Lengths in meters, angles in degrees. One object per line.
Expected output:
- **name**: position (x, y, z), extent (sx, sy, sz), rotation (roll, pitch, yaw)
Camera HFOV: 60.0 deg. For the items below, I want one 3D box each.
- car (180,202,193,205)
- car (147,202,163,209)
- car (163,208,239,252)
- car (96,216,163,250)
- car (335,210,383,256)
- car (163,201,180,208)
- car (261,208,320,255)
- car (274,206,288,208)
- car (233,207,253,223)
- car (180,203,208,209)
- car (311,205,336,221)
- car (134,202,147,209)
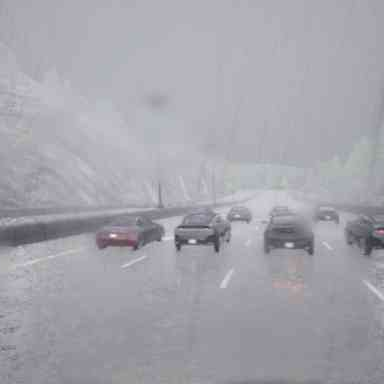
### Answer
- **car**: position (-0.420, 2.739, 68.489), extent (1.994, 1.385, 4.181), rotation (-1, -1, 14)
- **car**: position (-7.214, 2.852, 70.156), extent (1.994, 1.385, 4.181), rotation (-1, -1, 14)
- **car**: position (0.610, 1.682, 14.900), extent (2.128, 1.511, 4.902), rotation (-1, -1, 14)
- **car**: position (-2.776, 1.812, 15.769), extent (1.994, 1.385, 4.181), rotation (-1, -1, 14)
- **car**: position (7.401, 1.566, 13.204), extent (2.128, 1.511, 4.902), rotation (-1, -1, 14)
- **car**: position (-3.814, 2.597, 69.340), extent (2.097, 1.767, 4.553), rotation (-1, -1, 14)
- **car**: position (4.009, 1.639, 14.062), extent (1.837, 1.490, 4.892), rotation (-1, -1, 14)
- **car**: position (7.646, 1.917, 28.601), extent (1.994, 1.385, 4.181), rotation (-1, -1, 14)
- **car**: position (4.256, 1.975, 29.465), extent (1.994, 1.385, 4.181), rotation (-1, -1, 14)
- **car**: position (0.780, 2.011, 30.007), extent (2.033, 1.411, 5.357), rotation (-1, -1, 14)
- **car**: position (11.066, 1.822, 27.851), extent (1.812, 1.442, 4.674), rotation (-1, -1, 14)
- **car**: position (-10.609, 2.897, 71.004), extent (2.033, 1.411, 5.357), rotation (-1, -1, 14)
